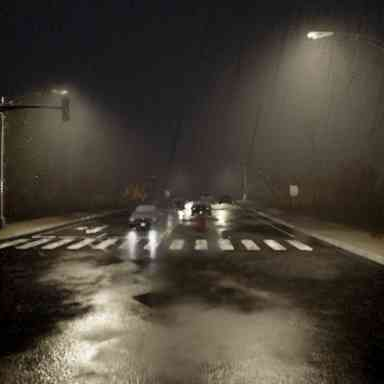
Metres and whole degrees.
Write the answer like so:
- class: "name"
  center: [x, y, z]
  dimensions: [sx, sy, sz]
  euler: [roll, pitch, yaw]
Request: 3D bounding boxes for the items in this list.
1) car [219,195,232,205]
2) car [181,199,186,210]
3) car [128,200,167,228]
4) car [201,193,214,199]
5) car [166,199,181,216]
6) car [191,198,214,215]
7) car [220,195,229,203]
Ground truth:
- class: "car"
  center: [5.676, 1.259, 56.663]
  dimensions: [2.097, 1.767, 4.553]
  euler: [0, 0, 5]
- class: "car"
  center: [-1.931, 1.545, 43.034]
  dimensions: [1.895, 1.301, 4.718]
  euler: [0, 0, 4]
- class: "car"
  center: [-2.961, 1.525, 22.227]
  dimensions: [2.033, 1.411, 5.357]
  euler: [0, 0, -2]
- class: "car"
  center: [2.818, 1.117, 60.856]
  dimensions: [2.150, 2.045, 5.566]
  euler: [0, 0, 5]
- class: "car"
  center: [-2.527, 1.511, 32.278]
  dimensions: [2.033, 1.411, 5.357]
  euler: [0, 0, 3]
- class: "car"
  center: [0.935, 1.566, 32.650]
  dimensions: [1.895, 1.301, 4.718]
  euler: [0, 0, 3]
- class: "car"
  center: [6.559, 1.397, 66.803]
  dimensions: [1.812, 1.442, 4.674]
  euler: [0, 0, 6]
